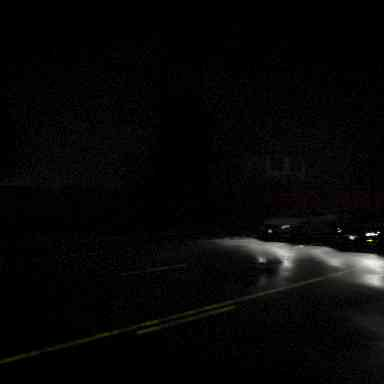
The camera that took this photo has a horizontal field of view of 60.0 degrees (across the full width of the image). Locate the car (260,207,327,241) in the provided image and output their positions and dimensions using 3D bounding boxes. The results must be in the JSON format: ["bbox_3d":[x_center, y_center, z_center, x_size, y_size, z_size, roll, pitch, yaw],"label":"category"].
[{"bbox_3d":[5.442,1.491,16.471,4.674,1.442,1.812,0,0,-35],"label":"car"}]

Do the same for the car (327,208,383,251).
[{"bbox_3d":[8.033,1.468,14.020,4.892,1.490,1.837,0,0,-36],"label":"car"}]
